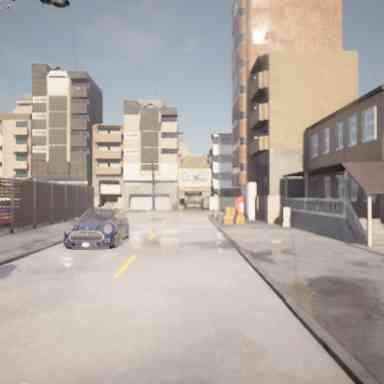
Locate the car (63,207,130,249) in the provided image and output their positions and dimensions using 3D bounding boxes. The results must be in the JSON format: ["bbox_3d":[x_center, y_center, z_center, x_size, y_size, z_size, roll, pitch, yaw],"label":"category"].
[{"bbox_3d":[-4.252,1.537,15.511,2.097,1.767,4.553,0,-1,0],"label":"car"}]
